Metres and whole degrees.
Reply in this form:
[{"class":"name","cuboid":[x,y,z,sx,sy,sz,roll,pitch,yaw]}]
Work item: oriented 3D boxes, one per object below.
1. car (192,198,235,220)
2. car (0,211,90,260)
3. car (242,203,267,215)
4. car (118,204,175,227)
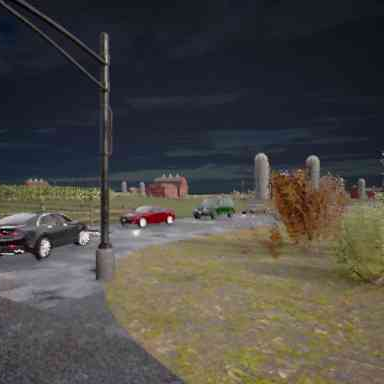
[{"class":"car","cuboid":[2.259,1.597,32.880,2.150,2.045,5.566,-1,-1,34]},{"class":"car","cuboid":[-5.522,1.488,12.310,1.837,1.490,4.892,-4,-1,8]},{"class":"car","cuboid":[7.817,2.104,41.290,1.994,1.385,4.181,-1,-1,34]},{"class":"car","cuboid":[-3.230,1.689,24.568,1.882,1.535,5.008,-1,-1,33]}]
